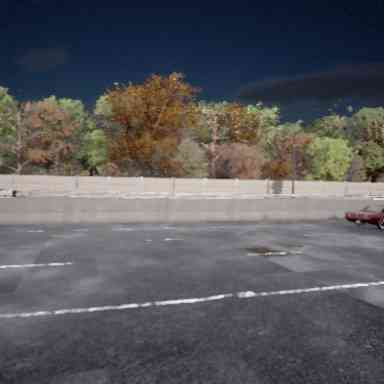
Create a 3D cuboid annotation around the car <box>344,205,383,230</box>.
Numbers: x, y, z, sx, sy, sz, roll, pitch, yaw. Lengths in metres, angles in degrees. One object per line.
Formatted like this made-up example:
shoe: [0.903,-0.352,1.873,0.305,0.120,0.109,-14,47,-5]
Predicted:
car: [11.302,1.385,19.032,4.718,1.301,1.895,1,1,-17]
